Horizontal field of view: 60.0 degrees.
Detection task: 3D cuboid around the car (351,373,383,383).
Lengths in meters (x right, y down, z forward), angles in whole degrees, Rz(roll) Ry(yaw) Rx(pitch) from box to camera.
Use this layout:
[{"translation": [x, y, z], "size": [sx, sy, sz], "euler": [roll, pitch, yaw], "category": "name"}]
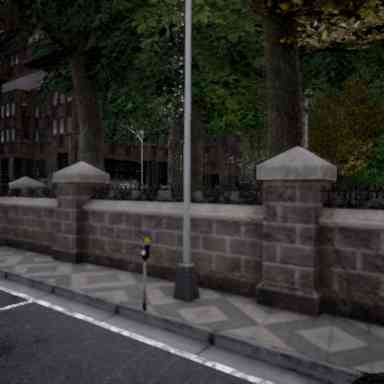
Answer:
[{"translation": [2.592, 1.578, 1.125], "size": [4.313, 1.339, 1.947], "euler": [1, 0, 35], "category": "car"}]
